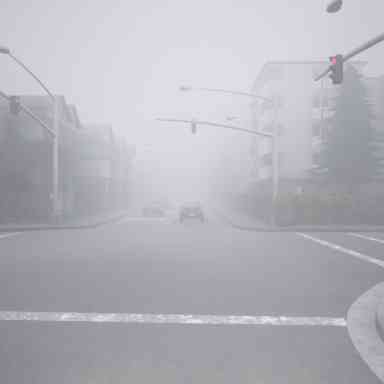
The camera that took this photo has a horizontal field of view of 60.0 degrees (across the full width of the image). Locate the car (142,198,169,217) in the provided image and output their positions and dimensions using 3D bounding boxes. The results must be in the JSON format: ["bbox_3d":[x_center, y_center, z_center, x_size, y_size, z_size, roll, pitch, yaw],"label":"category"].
[{"bbox_3d":[-3.579,1.505,31.734,1.837,1.490,4.892,0,0,0],"label":"car"}]

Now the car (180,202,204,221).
[{"bbox_3d":[-0.001,1.526,26.870,1.812,1.442,4.674,0,0,0],"label":"car"}]

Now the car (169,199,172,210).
[{"bbox_3d":[-3.573,1.505,41.822,1.837,1.490,4.892,0,0,1],"label":"car"}]
